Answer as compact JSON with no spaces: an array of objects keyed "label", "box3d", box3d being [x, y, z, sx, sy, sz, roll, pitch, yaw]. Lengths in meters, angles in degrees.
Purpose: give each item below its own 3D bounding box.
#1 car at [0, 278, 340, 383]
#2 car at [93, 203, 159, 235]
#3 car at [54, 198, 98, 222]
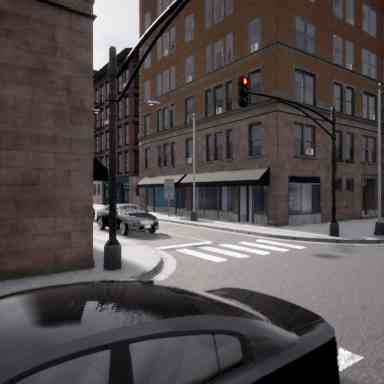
[{"label":"car","box3d":[-1.038,1.478,2.207,5.008,1.535,1.882,0,0,-36]},{"label":"car","box3d":[-3.624,1.395,18.153,2.128,1.511,4.902,0,0,-37]},{"label":"car","box3d":[-9.110,1.323,25.863,1.882,1.535,5.008,0,0,-36]}]
